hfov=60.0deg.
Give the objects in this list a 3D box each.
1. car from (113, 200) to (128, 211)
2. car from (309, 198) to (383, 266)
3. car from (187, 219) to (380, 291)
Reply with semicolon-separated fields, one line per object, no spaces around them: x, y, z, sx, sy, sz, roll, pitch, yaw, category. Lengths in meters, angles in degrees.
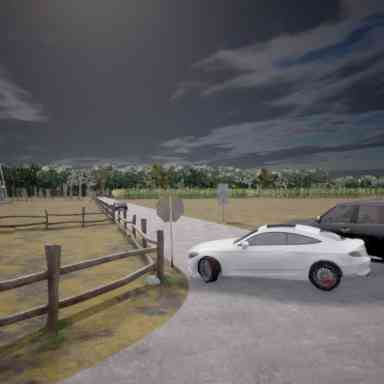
-10.710;1.963;49.475;2.033;1.411;5.357;-2;0;-17;car
5.099;1.219;9.766;2.150;2.045;5.566;-2;0;-39;car
2.155;1.611;8.954;4.674;1.442;1.812;-2;0;19;car
